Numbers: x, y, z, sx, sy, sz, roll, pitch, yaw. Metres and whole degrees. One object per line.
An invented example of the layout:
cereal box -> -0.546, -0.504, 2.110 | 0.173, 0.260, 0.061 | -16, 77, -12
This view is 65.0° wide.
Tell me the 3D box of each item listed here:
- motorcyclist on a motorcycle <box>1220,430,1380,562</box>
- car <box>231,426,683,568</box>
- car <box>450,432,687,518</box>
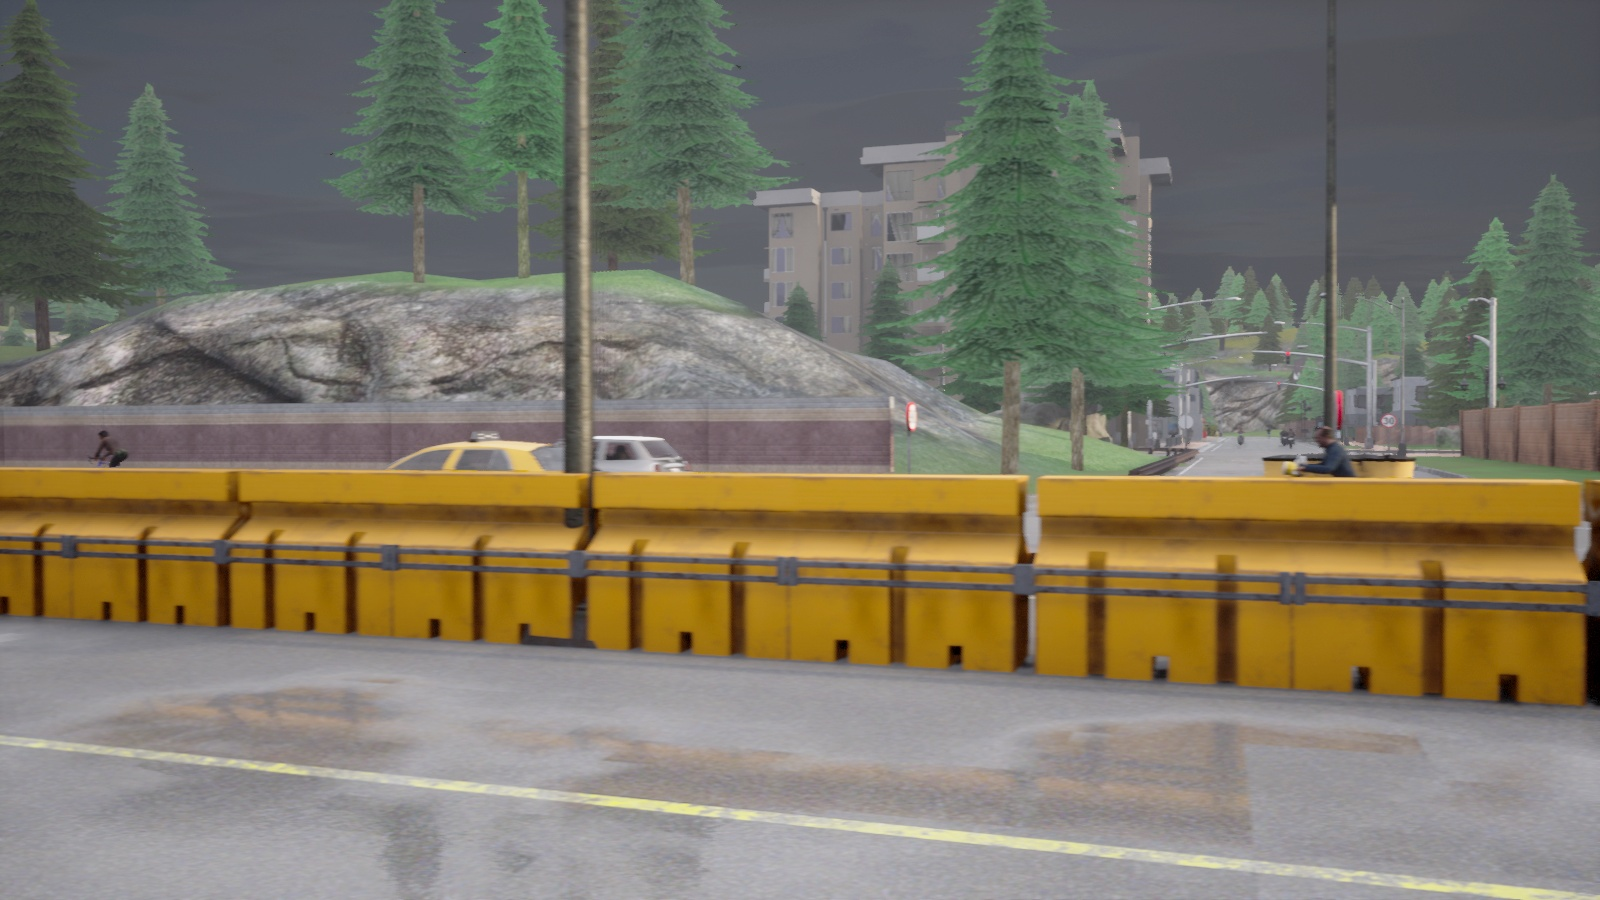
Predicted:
motorcyclist on a motorcycle -> 6.269, 0.550, 15.853 | 1.817, 1.590, 0.866 | 0, 1, 19
car -> -4.295, 0.497, 15.716 | 5.366, 1.575, 1.801 | 0, 1, 19
car -> -4.224, 0.406, 23.077 | 3.806, 1.475, 1.970 | 1, 1, 19
